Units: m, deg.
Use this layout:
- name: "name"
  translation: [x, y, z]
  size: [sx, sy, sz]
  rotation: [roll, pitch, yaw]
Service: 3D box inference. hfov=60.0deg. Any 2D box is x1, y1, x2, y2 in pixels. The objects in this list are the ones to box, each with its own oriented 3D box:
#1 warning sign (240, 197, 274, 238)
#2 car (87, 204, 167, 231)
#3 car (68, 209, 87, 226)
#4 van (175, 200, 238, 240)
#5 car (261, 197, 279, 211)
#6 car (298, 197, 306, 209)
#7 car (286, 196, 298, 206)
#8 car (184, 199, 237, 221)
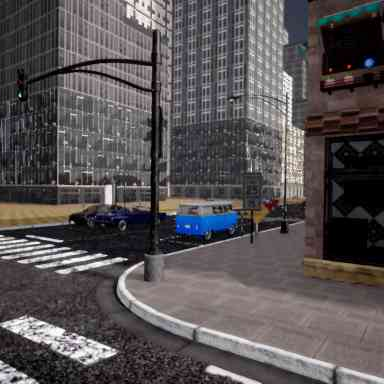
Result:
- name: "warning sign"
  translation: [3.150, 1.177, 16.112]
  size: [1.300, 1.860, 1.060]
  rotation: [1, 1, 36]
- name: "car"
  translation: [-3.744, 1.541, 20.520]
  size: [1.895, 1.301, 4.718]
  rotation: [1, 1, 36]
- name: "car"
  translation: [-5.954, 1.467, 21.880]
  size: [1.947, 1.339, 4.313]
  rotation: [1, 1, 36]
- name: "van"
  translation: [0.870, 1.368, 17.009]
  size: [1.690, 1.788, 3.998]
  rotation: [1, 1, 36]
- name: "car"
  translation: [7.507, 1.506, 36.272]
  size: [1.895, 1.301, 4.718]
  rotation: [1, 1, 36]
- name: "car"
  translation: [15.609, 1.416, 42.227]
  size: [1.882, 1.535, 5.008]
  rotation: [1, 1, 36]
- name: "car"
  translation: [16.443, 1.364, 53.266]
  size: [1.752, 1.417, 4.829]
  rotation: [1, 1, 36]
- name: "car"
  translation: [1.647, 1.414, 28.070]
  size: [2.128, 1.511, 4.902]
  rotation: [1, 1, 35]
